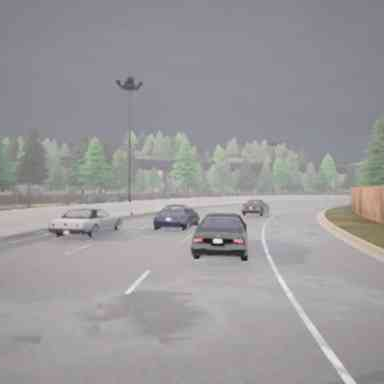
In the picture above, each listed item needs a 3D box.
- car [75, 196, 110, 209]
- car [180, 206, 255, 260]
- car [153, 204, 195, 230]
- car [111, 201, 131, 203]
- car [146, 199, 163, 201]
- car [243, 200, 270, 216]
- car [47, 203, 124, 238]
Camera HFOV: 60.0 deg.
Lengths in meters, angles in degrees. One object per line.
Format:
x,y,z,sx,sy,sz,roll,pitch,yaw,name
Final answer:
-12.333,1.254,41.492,1.994,1.385,4.181,0,0,23,car
1.141,1.477,12.249,2.033,1.411,5.357,0,0,9,car
-0.839,1.437,19.995,1.994,1.385,4.181,0,0,13,car
-9.102,1.219,40.203,1.837,1.490,4.892,0,0,23,car
-4.102,1.071,42.785,2.097,1.767,4.553,0,0,26,car
5.809,1.388,30.140,2.033,1.411,5.357,0,0,21,car
-5.134,1.474,16.824,1.895,1.301,4.718,0,0,10,car
